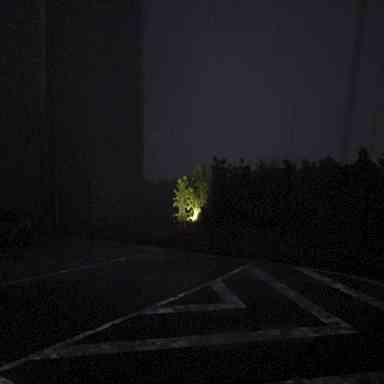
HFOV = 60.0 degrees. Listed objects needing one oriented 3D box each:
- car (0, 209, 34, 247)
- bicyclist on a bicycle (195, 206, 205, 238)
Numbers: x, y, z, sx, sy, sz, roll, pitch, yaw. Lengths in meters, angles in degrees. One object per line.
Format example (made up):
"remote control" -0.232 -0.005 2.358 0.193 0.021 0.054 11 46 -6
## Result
"car" -8.487 1.483 13.030 1.851 1.617 3.988 0 0 35
"bicyclist on a bicycle" 0.589 1.515 16.041 0.582 1.620 1.656 -1 4 -42
